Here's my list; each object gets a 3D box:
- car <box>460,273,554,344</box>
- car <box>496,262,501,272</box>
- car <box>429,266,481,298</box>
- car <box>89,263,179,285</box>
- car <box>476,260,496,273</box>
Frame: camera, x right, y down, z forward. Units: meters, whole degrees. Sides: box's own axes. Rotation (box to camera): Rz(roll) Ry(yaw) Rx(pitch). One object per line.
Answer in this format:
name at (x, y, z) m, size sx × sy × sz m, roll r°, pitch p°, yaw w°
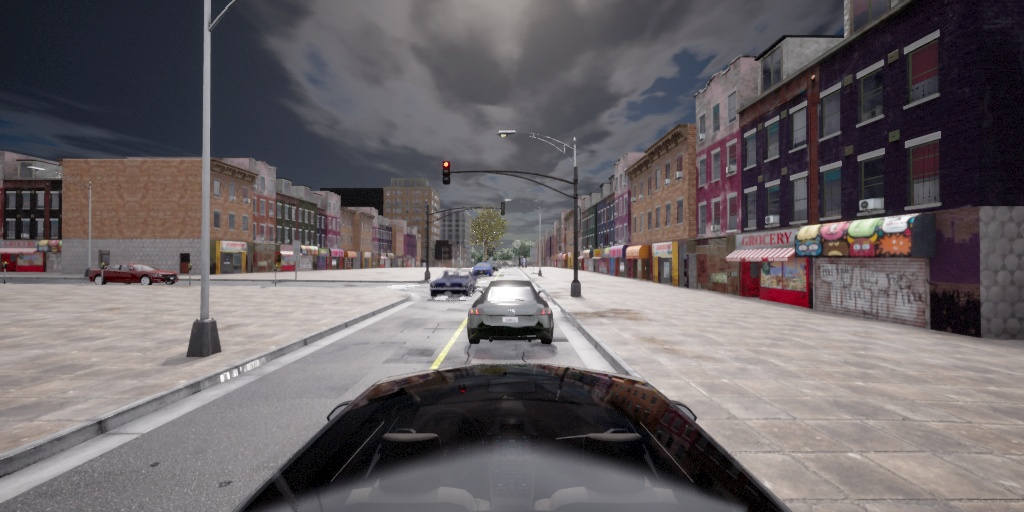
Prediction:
car at (-0.036, 1.325, 9.612) m, size 1.994 × 1.385 × 4.181 m, roll 0°, pitch 0°, yaw 0°
car at (-3.130, 1.441, 53.993) m, size 2.097 × 1.767 × 4.553 m, roll 0°, pitch 0°, yaw 0°
car at (-2.929, 1.390, 18.640) m, size 1.895 × 1.301 × 4.718 m, roll 0°, pitch 0°, yaw 0°
car at (-23.352, 1.118, 22.232) m, size 4.507 × 1.381 × 1.888 m, roll 0°, pitch 0°, yaw 0°
car at (-3.050, 1.423, 38.415) m, size 1.882 × 1.535 × 5.008 m, roll 0°, pitch -1°, yaw 0°
